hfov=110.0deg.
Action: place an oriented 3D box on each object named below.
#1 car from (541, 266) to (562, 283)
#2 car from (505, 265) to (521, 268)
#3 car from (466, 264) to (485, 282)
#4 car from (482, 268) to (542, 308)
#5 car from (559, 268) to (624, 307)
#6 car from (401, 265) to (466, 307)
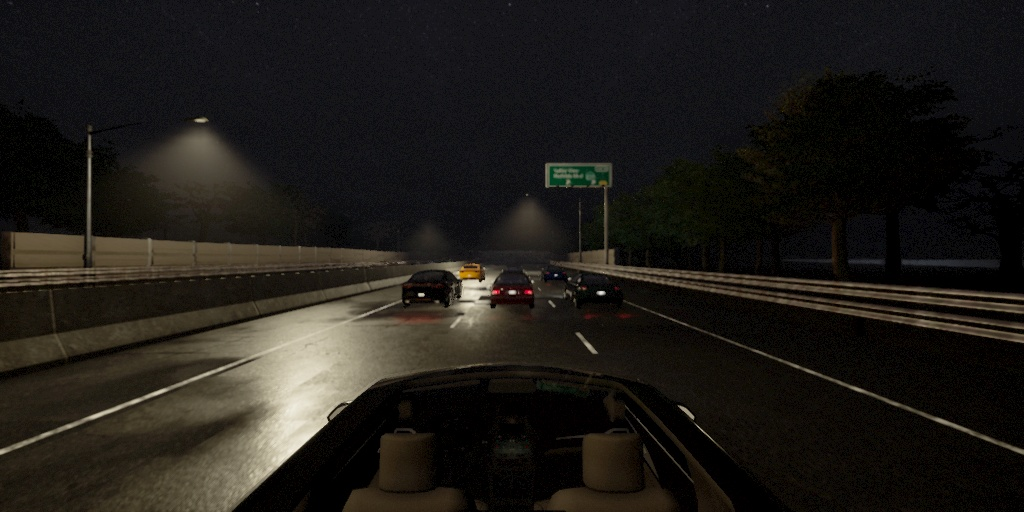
[{"bbox_3d":[3.580,1.529,31.029,1.994,1.385,4.181,0,0,1],"label":"car"},{"bbox_3d":[0.074,1.510,30.764,2.033,1.411,5.357,0,0,0],"label":"car"},{"bbox_3d":[-3.417,1.444,31.280,1.882,1.535,5.008,0,0,1],"label":"car"},{"bbox_3d":[0.015,1.412,15.793,2.033,1.411,5.357,0,0,0],"label":"car"},{"bbox_3d":[3.521,1.431,16.101,1.994,1.385,4.181,0,0,0],"label":"car"},{"bbox_3d":[-3.477,1.346,16.286,1.882,1.535,5.008,0,0,0],"label":"car"}]
